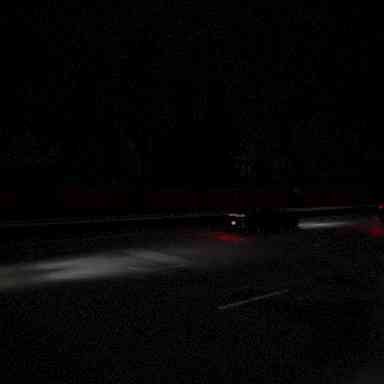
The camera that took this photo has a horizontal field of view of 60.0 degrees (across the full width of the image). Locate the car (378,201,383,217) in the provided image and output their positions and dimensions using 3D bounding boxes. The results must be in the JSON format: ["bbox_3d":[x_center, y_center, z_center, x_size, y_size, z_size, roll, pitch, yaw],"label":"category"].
[{"bbox_3d":[19.217,1.525,30.655,4.674,1.442,1.812,0,0,-36],"label":"car"}]

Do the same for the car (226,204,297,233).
[{"bbox_3d":[4.248,1.491,19.789,4.902,1.511,2.128,0,0,-36],"label":"car"}]

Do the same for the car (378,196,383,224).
[{"bbox_3d":[15.302,1.214,23.489,5.566,2.045,2.150,1,-1,-36],"label":"car"}]
